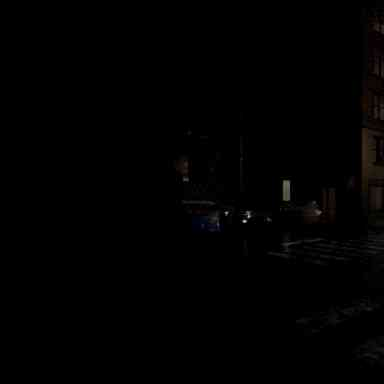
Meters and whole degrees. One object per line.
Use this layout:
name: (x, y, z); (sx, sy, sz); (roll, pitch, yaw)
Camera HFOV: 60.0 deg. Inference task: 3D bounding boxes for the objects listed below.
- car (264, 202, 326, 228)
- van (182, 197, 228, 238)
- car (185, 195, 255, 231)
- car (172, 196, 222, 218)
car: (6.782, 1.423, 22.392); (1.967, 1.590, 4.097); (0, 0, -35)
van: (-0.189, 1.340, 17.483); (1.690, 1.788, 3.998); (0, 0, -35)
car: (1.321, 1.215, 20.172); (2.150, 2.045, 5.566); (0, 0, -33)
car: (0.370, 1.292, 31.538); (2.192, 1.841, 5.009); (0, 0, -35)
